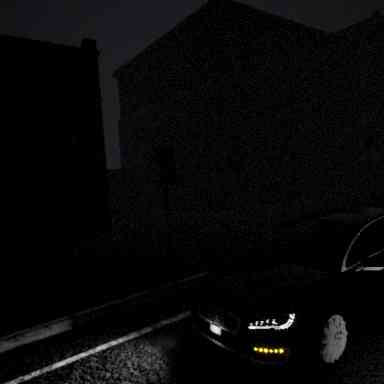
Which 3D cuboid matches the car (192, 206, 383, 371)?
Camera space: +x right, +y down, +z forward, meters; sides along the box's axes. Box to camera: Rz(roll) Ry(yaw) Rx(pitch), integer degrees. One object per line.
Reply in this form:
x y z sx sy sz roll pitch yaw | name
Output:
2.217 1.086 5.263 4.892 1.490 1.837 -8 5 -35 | car
